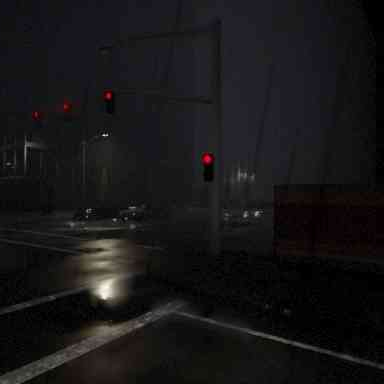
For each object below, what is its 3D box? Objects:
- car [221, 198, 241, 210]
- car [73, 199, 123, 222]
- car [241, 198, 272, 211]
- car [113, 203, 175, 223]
[{"bbox_3d":[4.862,1.559,43.716,1.837,1.490,4.892,0,0,36],"label":"car"},{"bbox_3d":[-7.256,1.406,26.813,2.097,1.767,4.553,0,0,36],"label":"car"},{"bbox_3d":[8.619,1.532,42.943,1.882,1.535,5.008,0,0,36],"label":"car"},{"bbox_3d":[-3.505,1.655,26.043,1.895,1.301,4.718,0,0,36],"label":"car"}]
